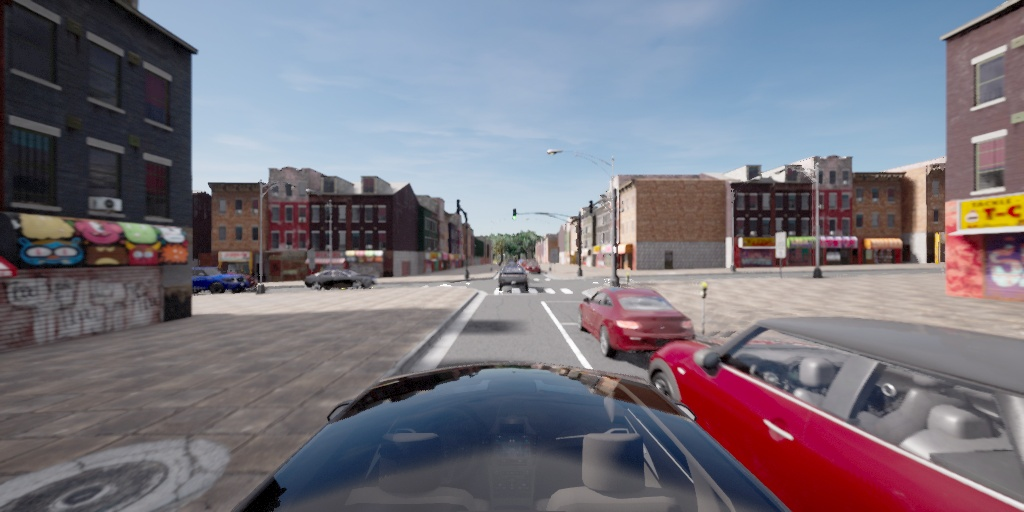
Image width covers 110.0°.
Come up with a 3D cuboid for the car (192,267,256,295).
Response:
[{"bbox_3d":[-22.186,1.785,25.820,5.566,2.045,2.150,-2,0,0],"label":"car"}]

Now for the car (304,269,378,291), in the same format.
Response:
[{"bbox_3d":[-12.265,1.708,25.840,4.902,1.511,2.128,-2,0,0],"label":"car"}]

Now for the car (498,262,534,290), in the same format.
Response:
[{"bbox_3d":[0.096,1.365,23.347,2.128,1.511,4.902,0,0,0],"label":"car"}]

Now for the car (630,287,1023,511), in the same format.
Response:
[{"bbox_3d":[2.638,1.195,2.858,1.967,1.591,4.097,0,0,0],"label":"car"}]

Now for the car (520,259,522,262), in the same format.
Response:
[{"bbox_3d":[2.641,1.392,51.066,2.192,1.841,5.009,0,0,0],"label":"car"}]

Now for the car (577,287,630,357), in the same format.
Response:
[{"bbox_3d":[2.638,1.364,8.325,1.802,1.307,4.207,0,0,0],"label":"car"}]

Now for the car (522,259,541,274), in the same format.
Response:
[{"bbox_3d":[2.641,1.473,45.665,1.967,1.591,4.097,0,0,0],"label":"car"}]
